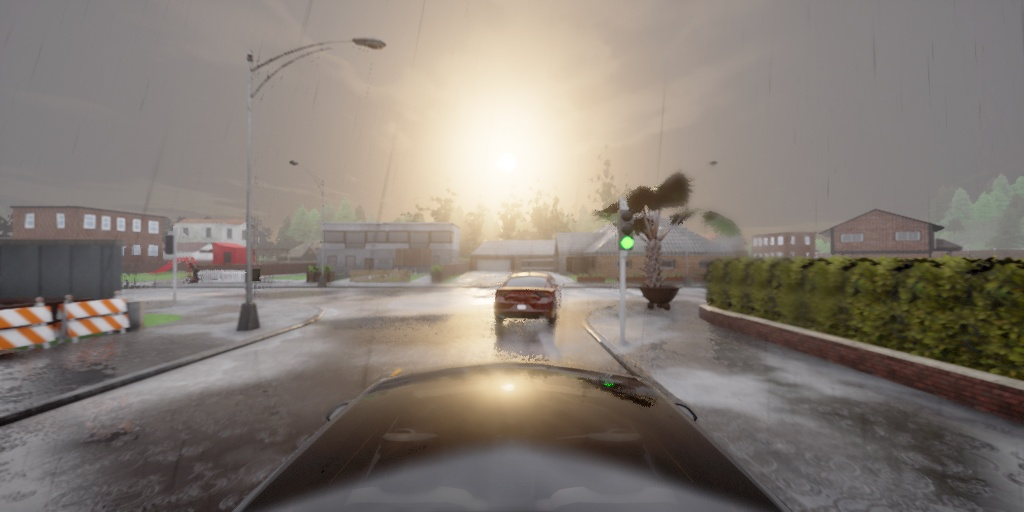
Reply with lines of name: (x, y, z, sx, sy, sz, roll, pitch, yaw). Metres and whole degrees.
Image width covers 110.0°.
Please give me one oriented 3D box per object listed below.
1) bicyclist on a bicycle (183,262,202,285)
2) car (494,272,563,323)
bicyclist on a bicycle: (-23.654, 1.286, 26.570, 0.582, 1.620, 1.656, 0, 0, 0)
car: (0.730, 1.310, 12.618, 1.882, 1.535, 5.008, 0, 0, 11)
